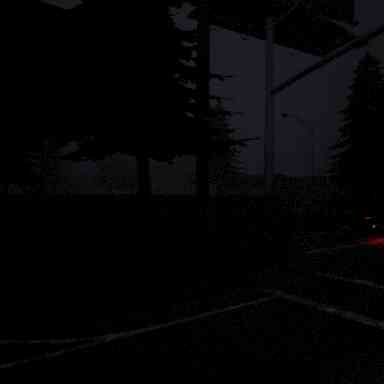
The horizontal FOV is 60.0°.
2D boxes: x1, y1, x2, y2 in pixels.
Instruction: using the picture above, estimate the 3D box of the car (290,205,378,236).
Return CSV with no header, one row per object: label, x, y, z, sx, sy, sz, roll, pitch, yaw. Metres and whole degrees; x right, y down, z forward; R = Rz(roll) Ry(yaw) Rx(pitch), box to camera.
car,7.800,1.502,18.806,2.128,1.511,4.902,1,0,-36
